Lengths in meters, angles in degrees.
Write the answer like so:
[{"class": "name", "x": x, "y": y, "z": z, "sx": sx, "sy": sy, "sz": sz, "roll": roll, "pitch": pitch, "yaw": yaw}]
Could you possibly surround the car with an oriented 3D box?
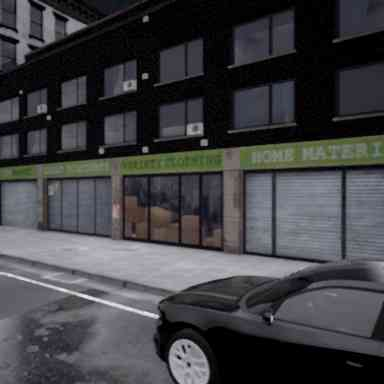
[{"class": "car", "x": 1.801, "y": 1.480, "z": 3.474, "sx": 5.008, "sy": 1.535, "sz": 1.882, "roll": 0, "pitch": 0, "yaw": 36}]
